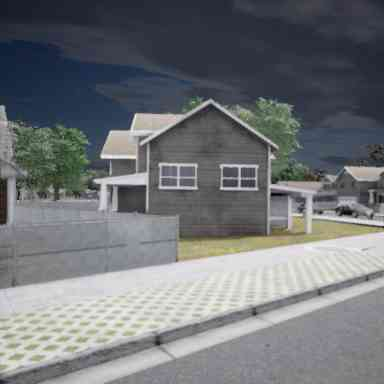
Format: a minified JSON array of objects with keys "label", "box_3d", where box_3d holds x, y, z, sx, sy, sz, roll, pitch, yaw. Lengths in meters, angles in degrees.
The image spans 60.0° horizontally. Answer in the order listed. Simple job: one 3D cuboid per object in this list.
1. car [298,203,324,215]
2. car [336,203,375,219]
[{"label":"car","box_3d":[15.796,2.220,44.504,1.837,1.490,4.892,1,-2,-6]},{"label":"car","box_3d":[16.775,1.936,34.397,2.128,1.511,4.902,1,-2,-5]}]
